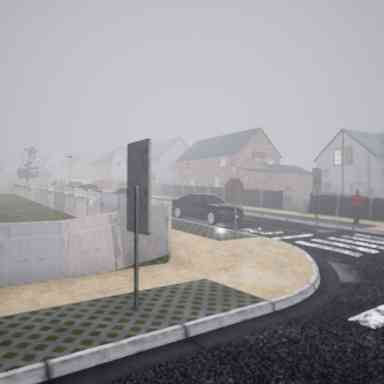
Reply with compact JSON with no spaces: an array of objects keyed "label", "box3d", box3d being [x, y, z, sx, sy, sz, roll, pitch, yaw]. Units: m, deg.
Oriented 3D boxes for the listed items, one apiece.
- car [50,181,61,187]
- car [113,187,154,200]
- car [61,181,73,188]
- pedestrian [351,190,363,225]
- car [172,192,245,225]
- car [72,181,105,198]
[{"label":"car","box3d":[-23.014,-1.247,57.114,2.033,1.411,5.357,0,2,-35]},{"label":"car","box3d":[-4.643,0.398,26.029,1.837,1.490,4.892,0,3,-35]},{"label":"car","box3d":[-17.257,-0.818,48.982,1.837,1.490,4.892,0,3,-35]},{"label":"pedestrian","box3d":[8.613,0.769,17.436,0.375,1.860,0.375,4,-2,-35]},{"label":"car","box3d":[0.773,0.816,18.372,1.882,1.535,5.008,0,3,-35]},{"label":"car","box3d":[-10.480,-0.083,34.303,1.837,1.490,4.892,0,3,-35]}]
